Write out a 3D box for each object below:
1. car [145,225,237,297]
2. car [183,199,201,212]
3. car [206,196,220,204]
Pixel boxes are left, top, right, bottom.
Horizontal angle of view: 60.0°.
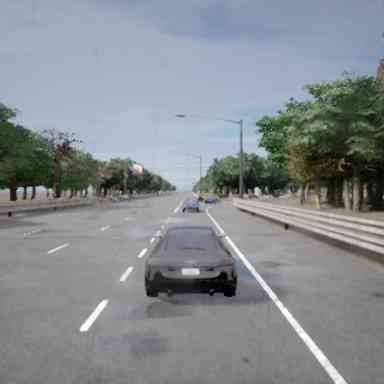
[{"bbox_3d":[-0.031,1.548,8.616,1.994,1.385,4.181,0,0,0],"label":"car"},{"bbox_3d":[-0.050,1.465,38.220,2.033,1.411,5.357,0,0,2],"label":"car"},{"bbox_3d":[3.851,1.424,60.837,1.994,1.385,4.181,0,0,18],"label":"car"}]
